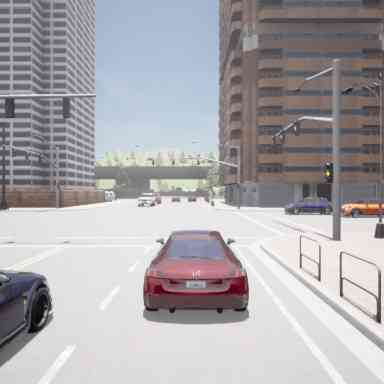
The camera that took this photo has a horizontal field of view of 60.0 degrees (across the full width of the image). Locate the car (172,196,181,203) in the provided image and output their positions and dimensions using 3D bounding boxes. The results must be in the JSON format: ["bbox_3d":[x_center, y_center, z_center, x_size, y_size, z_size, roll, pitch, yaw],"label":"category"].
[{"bbox_3d":[-3.416,1.542,71.907,2.033,1.411,5.357,0,0,0],"label":"car"}]

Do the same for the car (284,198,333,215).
[{"bbox_3d":[11.565,1.352,33.168,4.553,1.767,2.097,0,0,2],"label":"car"}]

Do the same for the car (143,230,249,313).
[{"bbox_3d":[0.085,1.564,7.731,1.994,1.385,4.181,0,0,0],"label":"car"}]

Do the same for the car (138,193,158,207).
[{"bbox_3d":[-7.057,1.221,52.122,2.150,2.045,5.566,0,0,0],"label":"car"}]

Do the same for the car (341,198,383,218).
[{"bbox_3d":[15.539,1.352,29.584,4.553,1.767,2.097,0,0,1],"label":"car"}]

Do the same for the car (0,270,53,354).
[{"bbox_3d":[-3.437,1.564,4.159,1.994,1.385,4.181,0,0,0],"label":"car"}]

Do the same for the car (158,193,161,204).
[{"bbox_3d":[-7.015,1.221,62.543,2.150,2.045,5.566,0,0,1],"label":"car"}]

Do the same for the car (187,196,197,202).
[{"bbox_3d":[0.053,1.525,73.367,2.128,1.511,4.902,0,0,0],"label":"car"}]
